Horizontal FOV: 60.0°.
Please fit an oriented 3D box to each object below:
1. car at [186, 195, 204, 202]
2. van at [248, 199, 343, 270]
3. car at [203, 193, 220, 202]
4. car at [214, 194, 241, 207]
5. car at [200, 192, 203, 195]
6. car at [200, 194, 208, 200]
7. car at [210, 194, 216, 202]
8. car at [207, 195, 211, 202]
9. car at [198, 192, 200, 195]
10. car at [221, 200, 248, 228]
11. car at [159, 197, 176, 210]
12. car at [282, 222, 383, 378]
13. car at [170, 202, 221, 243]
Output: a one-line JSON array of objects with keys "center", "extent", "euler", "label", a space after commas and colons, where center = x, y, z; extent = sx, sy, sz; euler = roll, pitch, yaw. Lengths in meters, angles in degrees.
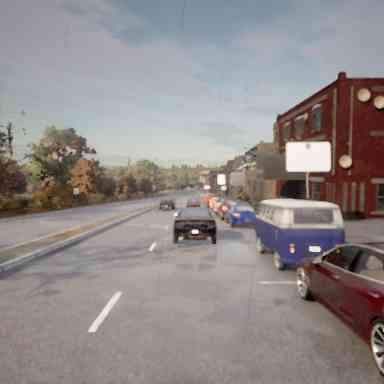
[{"center": [0.170, 1.491, 43.312], "extent": [2.033, 1.411, 5.357], "euler": [0, 0, 0], "label": "car"}, {"center": [3.242, 1.241, 10.958], "extent": [1.878, 1.987, 4.442], "euler": [0, 0, 0], "label": "van"}, {"center": [3.309, 1.165, 49.545], "extent": [2.435, 2.045, 5.566], "euler": [0, 0, 0], "label": "car"}, {"center": [3.270, 1.319, 27.510], "extent": [2.185, 1.767, 4.553], "euler": [0, 0, 0], "label": "car"}, {"center": [3.338, 1.269, 66.187], "extent": [2.185, 1.767, 4.553], "euler": [0, 0, 0], "label": "car"}, {"center": [3.384, 1.356, 93.903], "extent": [1.946, 1.575, 5.366], "euler": [0, 0, 0], "label": "car"}, {"center": [3.280, 1.312, 33.036], "extent": [2.185, 1.767, 4.553], "euler": [0, 0, 0], "label": "car"}, {"center": [3.290, 1.432, 38.586], "extent": [2.231, 1.521, 4.892], "euler": [0, 0, 0], "label": "car"}, {"center": [3.365, 1.375, 82.661], "extent": [2.231, 1.521, 4.892], "euler": [0, 0, 0], "label": "car"}, {"center": [3.261, 1.492, 21.889], "extent": [2.002, 1.452, 4.674], "euler": [0, 0, 0], "label": "car"}, {"center": [-3.083, 1.448, 42.437], "extent": [1.837, 1.490, 4.892], "euler": [0, 0, 0], "label": "car"}, {"center": [3.234, 1.503, 5.346], "extent": [2.163, 1.488, 4.792], "euler": [0, 0, 0], "label": "car"}, {"center": [0.129, 1.457, 15.966], "extent": [1.882, 1.535, 5.008], "euler": [0, 0, 0], "label": "car"}]
